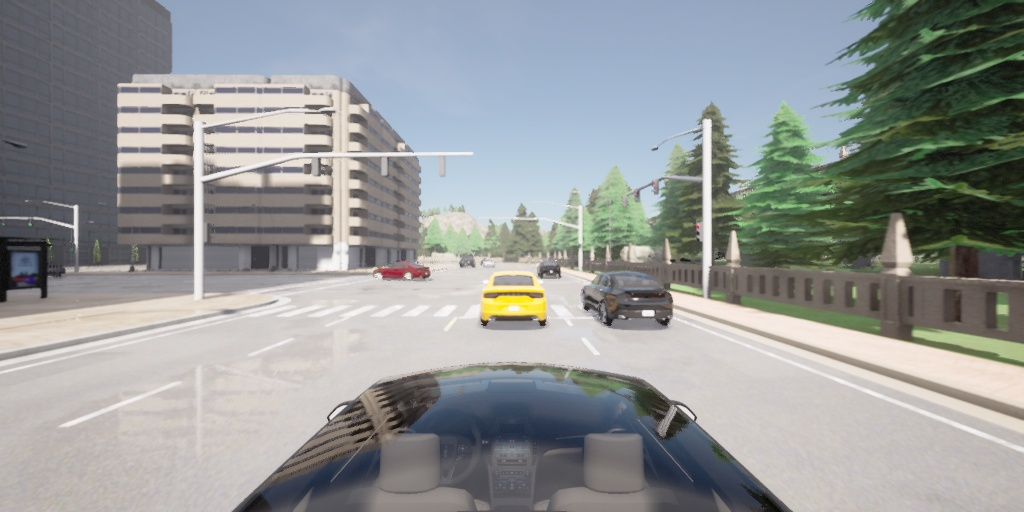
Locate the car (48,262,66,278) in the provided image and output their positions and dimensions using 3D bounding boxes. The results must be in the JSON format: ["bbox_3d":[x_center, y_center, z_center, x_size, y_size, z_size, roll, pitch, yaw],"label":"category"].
[{"bbox_3d":[-44.934,1.306,33.495,4.902,1.511,2.128,0,0,-1],"label":"car"}]

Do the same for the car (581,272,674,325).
[{"bbox_3d":[3.543,1.248,11.772,1.837,1.490,4.892,0,0,0],"label":"car"}]

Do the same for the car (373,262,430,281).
[{"bbox_3d":[-9.233,1.260,29.893,5.008,1.535,1.882,0,-1,22],"label":"car"}]

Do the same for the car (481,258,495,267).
[{"bbox_3d":[-3.879,1.250,60.835,1.812,1.442,4.674,0,0,0],"label":"car"}]

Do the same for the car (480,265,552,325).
[{"bbox_3d":[0.040,1.223,11.846,1.882,1.535,5.008,0,0,0],"label":"car"}]

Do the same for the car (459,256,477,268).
[{"bbox_3d":[-7.367,0.949,59.740,2.150,2.045,5.566,0,0,0],"label":"car"}]

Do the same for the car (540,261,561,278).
[{"bbox_3d":[3.429,1.211,33.788,1.882,1.535,5.008,0,0,0],"label":"car"}]
